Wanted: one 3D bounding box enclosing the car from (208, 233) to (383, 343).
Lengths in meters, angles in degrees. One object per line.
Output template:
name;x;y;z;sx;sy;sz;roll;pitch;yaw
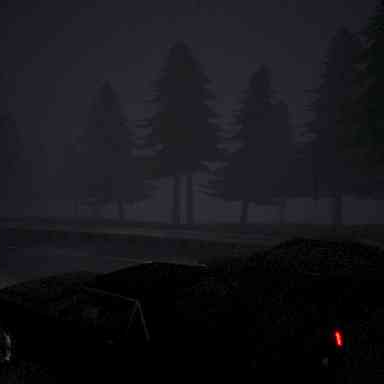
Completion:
car;2.253;1.525;6.370;4.674;1.442;1.812;-1;0;34

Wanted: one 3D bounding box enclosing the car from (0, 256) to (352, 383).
car;-0.732;1.617;4.216;4.718;1.301;1.895;-1;0;32
